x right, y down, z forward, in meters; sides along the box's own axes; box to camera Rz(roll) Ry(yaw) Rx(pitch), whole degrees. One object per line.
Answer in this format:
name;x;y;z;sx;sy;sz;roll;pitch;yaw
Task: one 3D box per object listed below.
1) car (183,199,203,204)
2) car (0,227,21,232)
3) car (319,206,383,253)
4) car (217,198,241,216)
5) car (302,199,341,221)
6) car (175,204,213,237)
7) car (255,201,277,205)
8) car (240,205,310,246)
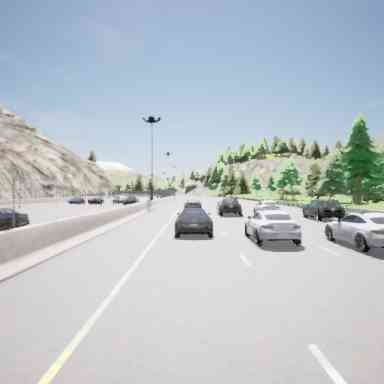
car;0.105;1.503;35.713;2.128;1.511;4.902;0;0;0
car;-10.598;1.553;17.635;2.033;1.411;5.357;0;0;0
car;7.103;1.530;13.539;1.812;1.442;4.674;0;0;0
car;3.606;1.362;32.746;2.097;1.767;4.553;0;0;0
car;10.605;1.361;27.155;2.097;1.767;4.553;0;0;0
car;0.103;1.570;18.103;1.994;1.385;4.181;0;0;0
car;7.108;1.536;31.656;1.812;1.442;4.674;0;0;0
car;3.602;1.531;15.284;1.812;1.442;4.674;0;0;0
